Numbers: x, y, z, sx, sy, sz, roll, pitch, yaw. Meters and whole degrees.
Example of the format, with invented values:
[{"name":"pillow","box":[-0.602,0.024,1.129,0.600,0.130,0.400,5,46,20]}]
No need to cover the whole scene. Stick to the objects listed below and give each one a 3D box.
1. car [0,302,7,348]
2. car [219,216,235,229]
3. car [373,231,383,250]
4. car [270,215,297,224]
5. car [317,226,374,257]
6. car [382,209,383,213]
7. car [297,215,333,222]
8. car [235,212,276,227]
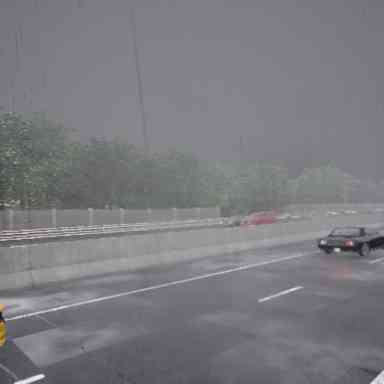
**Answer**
[{"name":"car","box":[-5.256,1.994,4.329,5.008,1.535,1.882,1,-5,-42]},{"name":"car","box":[5.596,3.879,42.830,4.553,1.767,2.097,1,-5,-42]},{"name":"car","box":[9.186,2.025,12.762,5.357,1.411,2.033,1,-5,-42]},{"name":"car","box":[11.658,3.621,38.890,4.718,1.301,1.895,1,-5,-42]},{"name":"car","box":[8.216,2.365,16.595,4.718,1.301,1.895,1,-5,-42]},{"name":"car","box":[42.278,4.046,71.436,4.674,1.442,1.812,1,-5,-42]},{"name":"car","box":[13.960,3.235,36.279,5.008,1.535,1.882,1,-5,-42]},{"name":"car","box":[8.231,3.491,40.529,5.566,2.045,2.150,1,-5,-42]}]
